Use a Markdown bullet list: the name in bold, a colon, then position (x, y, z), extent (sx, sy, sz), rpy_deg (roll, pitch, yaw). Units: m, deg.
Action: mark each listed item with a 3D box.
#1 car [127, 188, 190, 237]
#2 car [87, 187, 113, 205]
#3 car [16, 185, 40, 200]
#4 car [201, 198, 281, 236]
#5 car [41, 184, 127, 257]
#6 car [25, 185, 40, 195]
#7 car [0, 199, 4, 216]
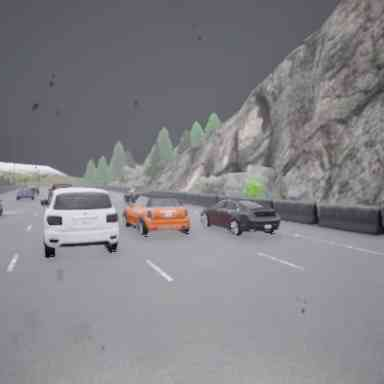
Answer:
- **car**: position (-1.775, 0.875, 15.433), extent (2.097, 1.767, 4.553), rpy_deg (-1, 2, -23)
- **car**: position (-9.273, 0.371, 33.193), extent (1.882, 1.535, 5.008), rpy_deg (-1, 2, -23)
- **car**: position (-19.501, 0.205, 39.199), extent (2.033, 1.411, 5.357), rpy_deg (-1, 2, -23)
- **car**: position (2.058, 1.040, 15.357), extent (1.837, 1.490, 4.892), rpy_deg (-1, 2, -23)
- **car**: position (-4.037, 0.860, 11.788), extent (2.150, 2.045, 5.566), rpy_deg (-1, 2, -23)
- **car**: position (-25.565, -0.378, 53.524), extent (1.882, 1.535, 5.008), rpy_deg (-1, 2, -23)
- **car**: position (-12.489, 0.872, 19.861), extent (1.812, 1.442, 4.674), rpy_deg (-1, 2, -23)
